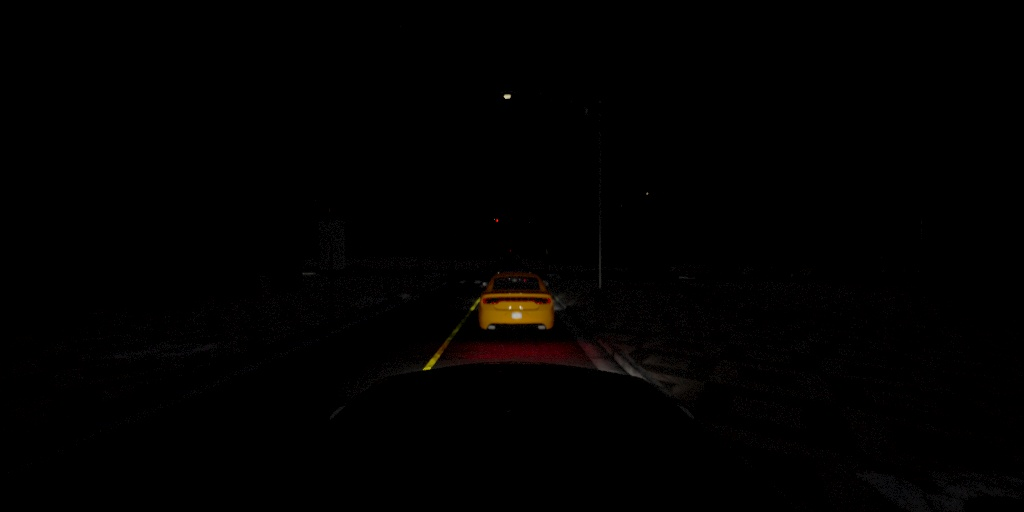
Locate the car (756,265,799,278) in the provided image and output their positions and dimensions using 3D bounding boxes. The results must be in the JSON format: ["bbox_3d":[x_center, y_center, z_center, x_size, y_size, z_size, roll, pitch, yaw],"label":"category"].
[{"bbox_3d":[29.121,1.697,39.714,4.507,1.381,1.888,0,0,0],"label":"car"}]

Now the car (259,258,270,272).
[{"bbox_3d":[-23.578,0.888,33.933,4.892,1.490,1.837,1,0,0],"label":"car"}]

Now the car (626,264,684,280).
[{"bbox_3d":[12.170,1.470,31.216,4.313,1.339,1.948,0,0,0],"label":"car"}]

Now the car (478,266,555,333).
[{"bbox_3d":[0.112,1.211,10.672,1.882,1.535,5.008,0,0,0],"label":"car"}]

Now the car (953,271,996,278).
[{"bbox_3d":[40.393,1.942,31.170,4.207,1.307,1.802,0,0,0],"label":"car"}]

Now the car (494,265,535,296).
[{"bbox_3d":[0.128,1.263,20.499,2.033,1.411,5.357,0,0,0],"label":"car"}]

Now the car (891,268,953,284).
[{"bbox_3d":[34.743,1.810,31.179,4.507,1.381,1.888,0,0,0],"label":"car"}]

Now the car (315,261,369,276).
[{"bbox_3d":[-14.737,1.063,31.163,4.403,1.370,2.007,0,0,0],"label":"car"}]

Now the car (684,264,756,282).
[{"bbox_3d":[17.983,1.517,31.206,4.829,1.417,1.751,0,0,0],"label":"car"}]

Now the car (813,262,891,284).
[{"bbox_3d":[29.100,1.487,31.188,5.009,1.841,2.192,0,0,0],"label":"car"}]
